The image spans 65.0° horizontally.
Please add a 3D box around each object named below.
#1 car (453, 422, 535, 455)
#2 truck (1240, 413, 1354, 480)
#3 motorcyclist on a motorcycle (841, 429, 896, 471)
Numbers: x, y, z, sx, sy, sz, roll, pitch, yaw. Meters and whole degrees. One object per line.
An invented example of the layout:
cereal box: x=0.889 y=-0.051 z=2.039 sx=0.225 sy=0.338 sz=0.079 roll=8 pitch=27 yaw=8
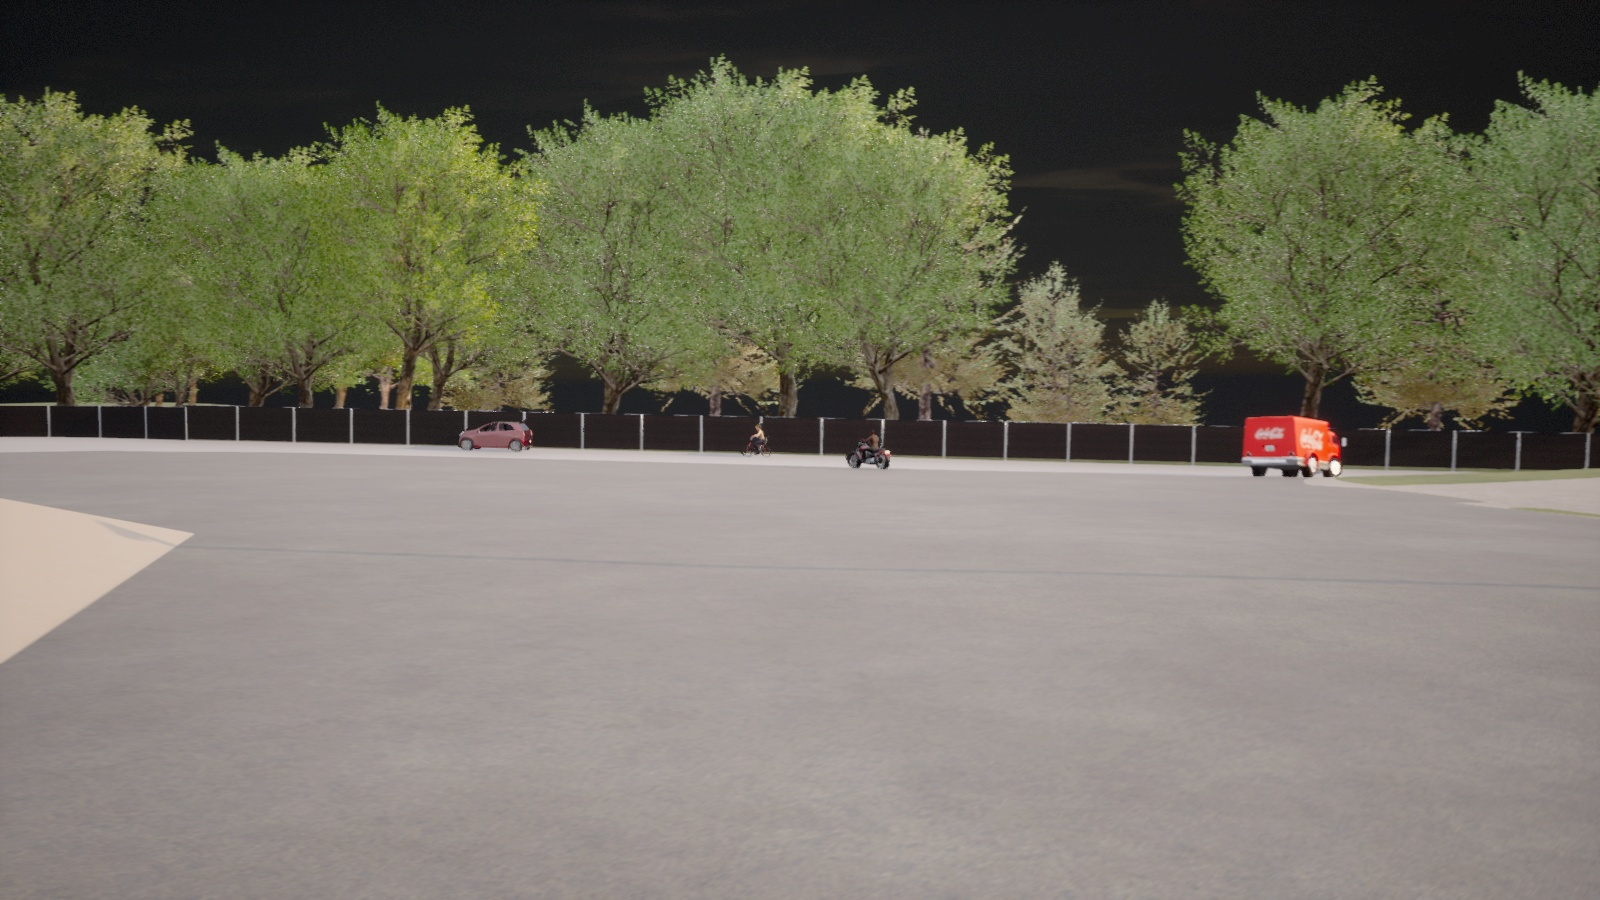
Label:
car: x=-15.322 y=-0.599 z=62.977 sx=3.633 sy=1.501 sz=1.845 roll=1 pitch=3 yaw=5
truck: x=21.234 y=-0.096 z=53.526 sx=5.204 sy=2.467 sz=2.627 roll=5 pitch=-5 yaw=-44
motorcyclist on a motorcycle: x=2.759 y=-0.022 z=50.858 sx=0.766 sy=1.649 sz=2.350 roll=0 pitch=1 yaw=-41
